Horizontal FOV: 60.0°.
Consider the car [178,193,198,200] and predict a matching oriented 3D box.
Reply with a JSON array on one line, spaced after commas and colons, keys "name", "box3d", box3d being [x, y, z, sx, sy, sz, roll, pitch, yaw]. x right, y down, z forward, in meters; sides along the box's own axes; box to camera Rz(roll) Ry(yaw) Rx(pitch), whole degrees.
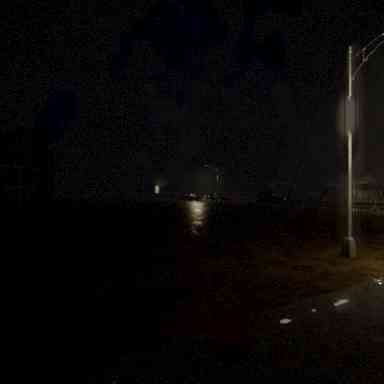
[{"name": "car", "box3d": [-0.914, 1.011, 73.474, 1.895, 1.301, 4.718, 2, -1, -35]}]

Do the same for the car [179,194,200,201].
[{"name": "car", "box3d": [-0.174, 1.084, 66.373, 1.994, 1.385, 4.181, 2, -1, -35]}]

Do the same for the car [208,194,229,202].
[{"name": "car", "box3d": [5.135, 1.155, 64.953, 1.837, 1.490, 4.892, 2, -1, -35]}]

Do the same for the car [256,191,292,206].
[{"name": "car", "box3d": [12.039, 0.908, 49.044, 2.150, 2.045, 5.566, 2, 0, -35]}]
